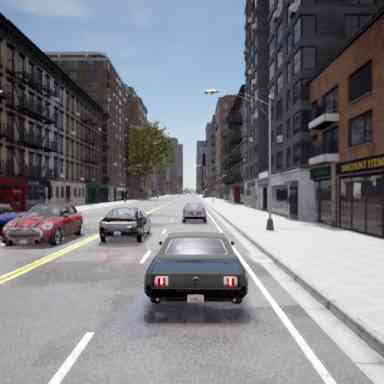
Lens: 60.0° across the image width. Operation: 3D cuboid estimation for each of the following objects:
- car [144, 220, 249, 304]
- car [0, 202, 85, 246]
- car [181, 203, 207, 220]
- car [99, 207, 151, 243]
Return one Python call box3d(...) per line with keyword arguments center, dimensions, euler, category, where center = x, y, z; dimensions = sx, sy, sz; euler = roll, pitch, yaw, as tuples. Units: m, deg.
box3d(center=(0.111, 1.600, 8.101), dimensions=(1.895, 1.301, 4.718), euler=(0, 0, 1), category="car")
box3d(center=(-6.570, 1.352, 15.198), dimensions=(2.097, 1.767, 4.553), euler=(0, 0, 0), category="car")
box3d(center=(0.164, 1.553, 25.863), dimensions=(2.033, 1.411, 5.357), euler=(0, 0, -1), category="car")
box3d(center=(-3.110, 1.492, 16.151), dimensions=(2.128, 1.511, 4.902), euler=(0, 0, -1), category="car")
